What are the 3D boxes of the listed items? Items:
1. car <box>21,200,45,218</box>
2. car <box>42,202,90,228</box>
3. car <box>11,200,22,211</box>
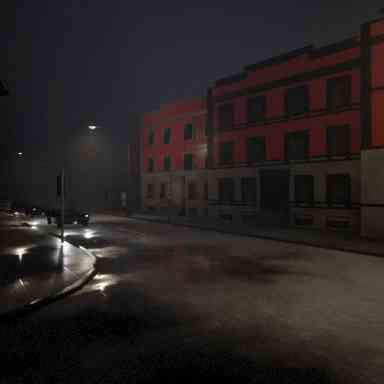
[{"bbox_3d":[-14.241,1.599,30.892,1.895,1.301,4.718,0,0,-34],"label":"car"},{"bbox_3d":[-8.496,1.599,22.520,1.895,1.301,4.718,0,0,-34],"label":"car"},{"bbox_3d":[-20.633,1.598,40.259,1.895,1.301,4.718,0,0,-34],"label":"car"}]
